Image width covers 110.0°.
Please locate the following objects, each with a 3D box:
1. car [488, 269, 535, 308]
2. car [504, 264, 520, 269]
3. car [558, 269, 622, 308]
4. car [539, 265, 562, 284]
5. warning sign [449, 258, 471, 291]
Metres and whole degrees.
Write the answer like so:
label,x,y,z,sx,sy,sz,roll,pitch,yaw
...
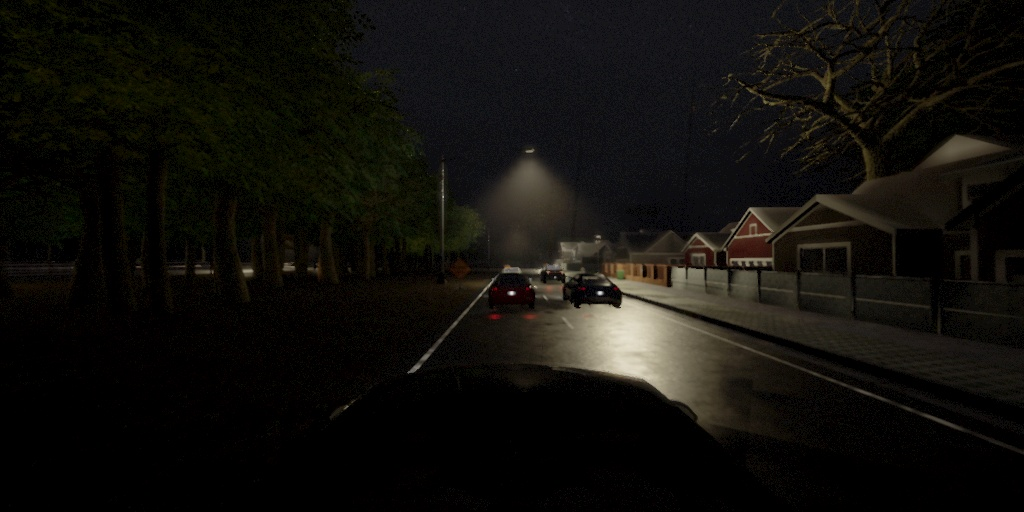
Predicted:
label,x,y,z,sx,sy,sz,roll,pitch,yaw
car,-0.008,1.460,16.144,1.994,1.385,4.181,0,-1,0
car,-0.024,1.649,30.963,1.895,1.301,4.718,0,-1,0
car,3.492,1.460,16.198,1.994,1.385,4.181,0,-1,0
car,3.478,1.543,31.166,2.128,1.511,4.902,0,0,0
warning sign,-3.067,1.062,21.100,1.300,1.860,1.060,0,0,0
